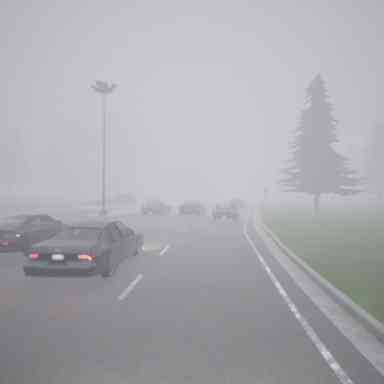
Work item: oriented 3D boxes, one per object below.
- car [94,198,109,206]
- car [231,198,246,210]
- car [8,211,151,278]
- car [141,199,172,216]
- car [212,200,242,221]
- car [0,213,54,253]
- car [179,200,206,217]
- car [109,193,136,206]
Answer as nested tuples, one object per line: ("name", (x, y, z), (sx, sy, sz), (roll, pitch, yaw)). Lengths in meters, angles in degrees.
("car", (-14.355, 1.575, 55.096), (1.895, 1.301, 4.718), (0, 0, 12))
("car", (5.739, 1.523, 42.363), (1.837, 1.490, 4.892), (0, 0, 11))
("car", (-2.880, 1.542, 10.124), (2.033, 1.411, 5.357), (0, 0, 4))
("car", (-3.338, 1.597, 32.276), (1.895, 1.301, 4.718), (0, 0, 11))
("car", (2.835, 1.610, 27.210), (1.895, 1.301, 4.718), (0, 0, 10))
("car", (-6.165, 1.513, 12.665), (1.812, 1.442, 4.674), (0, 0, 4))
("car", (0.108, 1.481, 31.613), (1.882, 1.535, 5.008), (0, 0, 11))
("car", (-10.950, 1.202, 54.278), (2.150, 2.045, 5.566), (0, 0, 12))
